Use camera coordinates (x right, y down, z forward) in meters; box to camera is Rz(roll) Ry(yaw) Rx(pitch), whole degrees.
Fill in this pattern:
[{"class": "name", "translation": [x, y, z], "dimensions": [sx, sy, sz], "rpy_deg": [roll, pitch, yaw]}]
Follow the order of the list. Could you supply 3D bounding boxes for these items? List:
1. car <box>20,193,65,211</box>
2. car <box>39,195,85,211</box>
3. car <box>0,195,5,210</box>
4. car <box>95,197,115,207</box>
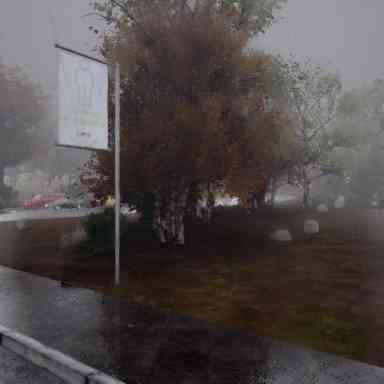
[{"class": "car", "translation": [-18.621, 1.211, 42.159], "dimensions": [2.150, 2.045, 5.566], "rpy_deg": [0, 0, 38]}, {"class": "car", "translation": [-15.435, 1.480, 40.550], "dimensions": [2.128, 1.511, 4.902], "rpy_deg": [0, 0, 38]}, {"class": "car", "translation": [-21.618, 1.221, 32.802], "dimensions": [2.150, 2.045, 5.566], "rpy_deg": [0, 0, 39]}, {"class": "car", "translation": [-12.321, 1.434, 50.203], "dimensions": [1.882, 1.535, 5.008], "rpy_deg": [0, 0, 38]}]
